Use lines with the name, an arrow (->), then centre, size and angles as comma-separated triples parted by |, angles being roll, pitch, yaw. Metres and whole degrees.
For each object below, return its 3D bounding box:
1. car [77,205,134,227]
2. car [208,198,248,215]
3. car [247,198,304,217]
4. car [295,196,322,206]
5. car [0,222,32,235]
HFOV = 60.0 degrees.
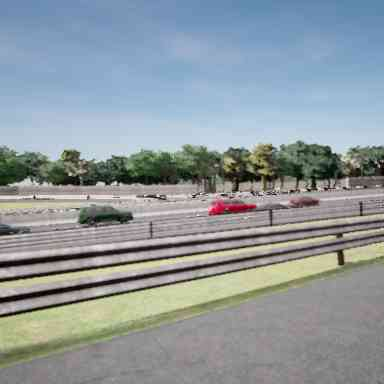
car -> -8.894, 2.401, 34.214 | 5.566, 2.045, 2.150 | -4, 2, -22
car -> 4.434, 1.704, 35.949 | 5.566, 2.045, 2.150 | -3, 2, -22
car -> 8.521, 1.847, 33.855 | 4.892, 1.490, 1.837 | -3, 2, -22
car -> 15.046, 1.283, 44.138 | 4.674, 1.442, 1.812 | -3, 2, -22
car -> -15.876, 3.243, 27.533 | 4.674, 1.442, 1.812 | -4, 2, -22
